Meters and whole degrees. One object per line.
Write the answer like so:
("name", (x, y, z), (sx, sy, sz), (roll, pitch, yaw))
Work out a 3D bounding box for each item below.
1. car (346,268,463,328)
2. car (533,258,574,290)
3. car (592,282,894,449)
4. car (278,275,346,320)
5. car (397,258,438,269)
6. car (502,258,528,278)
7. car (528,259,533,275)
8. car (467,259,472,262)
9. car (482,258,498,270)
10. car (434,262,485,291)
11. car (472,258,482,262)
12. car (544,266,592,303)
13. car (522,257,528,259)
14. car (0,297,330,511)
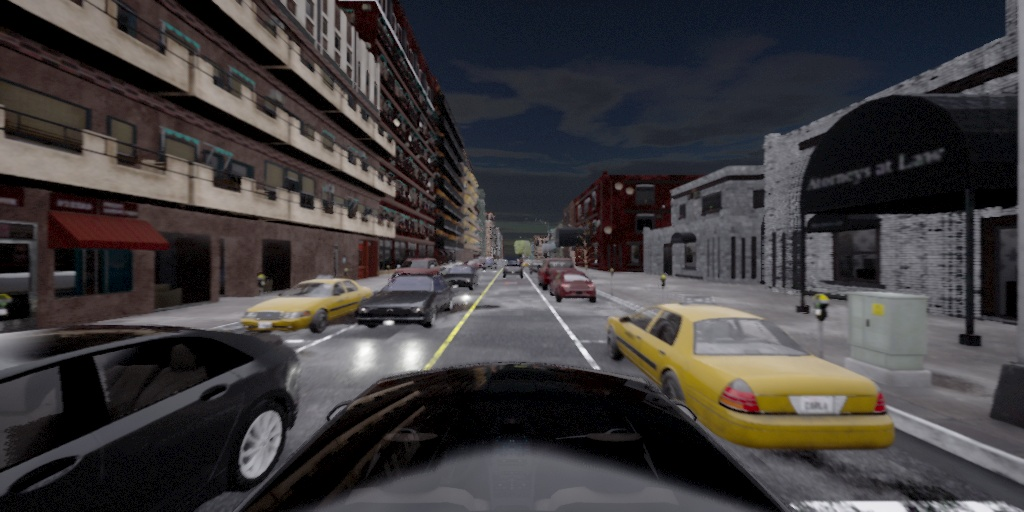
("car", (-3.083, 1.290, 11.651), (2.033, 1.411, 5.357), (0, 0, 0))
("car", (2.690, 1.051, 21.922), (2.192, 1.841, 5.009), (0, 0, 0))
("car", (2.690, 1.273, 5.475), (1.751, 1.417, 4.829), (0, 0, 0))
("car", (-5.691, 1.268, 10.673), (1.751, 1.417, 4.829), (0, 0, 0))
("car", (-5.690, 1.051, 21.922), (2.192, 1.841, 5.009), (0, 0, 0))
("car", (0.099, 1.224, 33.940), (2.128, 1.511, 4.902), (0, 0, 0))
("car", (2.690, 1.283, 38.540), (2.007, 1.370, 4.403), (0, 0, 0))
("car", (-5.690, 1.258, 38.369), (1.751, 1.417, 4.829), (0, 0, 0))
("car", (-3.000, 1.342, 50.083), (1.994, 1.385, 4.181), (0, 0, 0))
("car", (-3.074, 1.284, 22.221), (2.033, 1.411, 5.357), (0, 0, 0))
("car", (-5.691, 1.279, 49.618), (1.888, 1.381, 4.507), (0, 0, 0))
("car", (2.690, 1.321, 16.383), (1.802, 1.307, 4.207), (0, 0, 0))
("car", (2.690, 1.263, 60.866), (1.751, 1.417, 4.829), (0, 0, 0))
("car", (-3.095, 1.256, 1.767), (1.837, 1.490, 4.892), (0, 0, 0))
